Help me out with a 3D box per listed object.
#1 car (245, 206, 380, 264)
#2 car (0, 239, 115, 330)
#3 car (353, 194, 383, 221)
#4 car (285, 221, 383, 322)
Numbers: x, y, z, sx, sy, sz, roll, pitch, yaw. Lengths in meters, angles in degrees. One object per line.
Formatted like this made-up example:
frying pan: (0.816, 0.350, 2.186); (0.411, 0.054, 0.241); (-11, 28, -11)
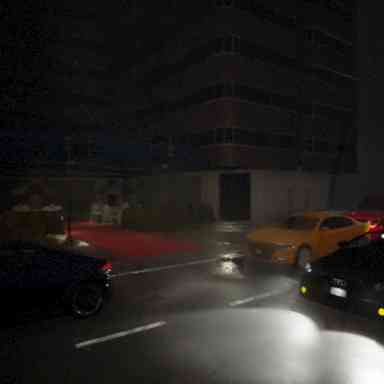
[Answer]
car: (3.932, 1.418, 10.970); (5.008, 1.535, 1.882); (0, 0, -35)
car: (-3.510, 1.561, 5.753); (4.181, 1.385, 1.994); (-1, 0, -36)
car: (8.459, 1.127, 14.197); (5.566, 2.045, 2.150); (0, 0, -35)
car: (4.142, 1.518, 6.839); (4.181, 1.385, 1.994); (0, 0, -35)
